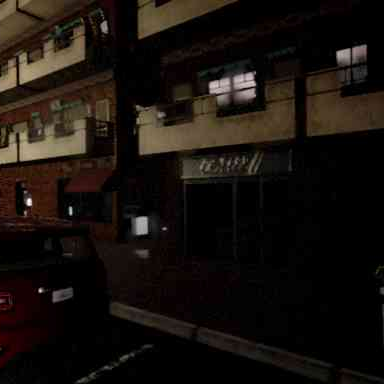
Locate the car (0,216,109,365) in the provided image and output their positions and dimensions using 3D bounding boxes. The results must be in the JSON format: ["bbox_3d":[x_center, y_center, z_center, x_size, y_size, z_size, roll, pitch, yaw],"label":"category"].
[{"bbox_3d":[-3.493,1.316,5.381,5.009,1.841,2.192,0,-1,35],"label":"car"}]
